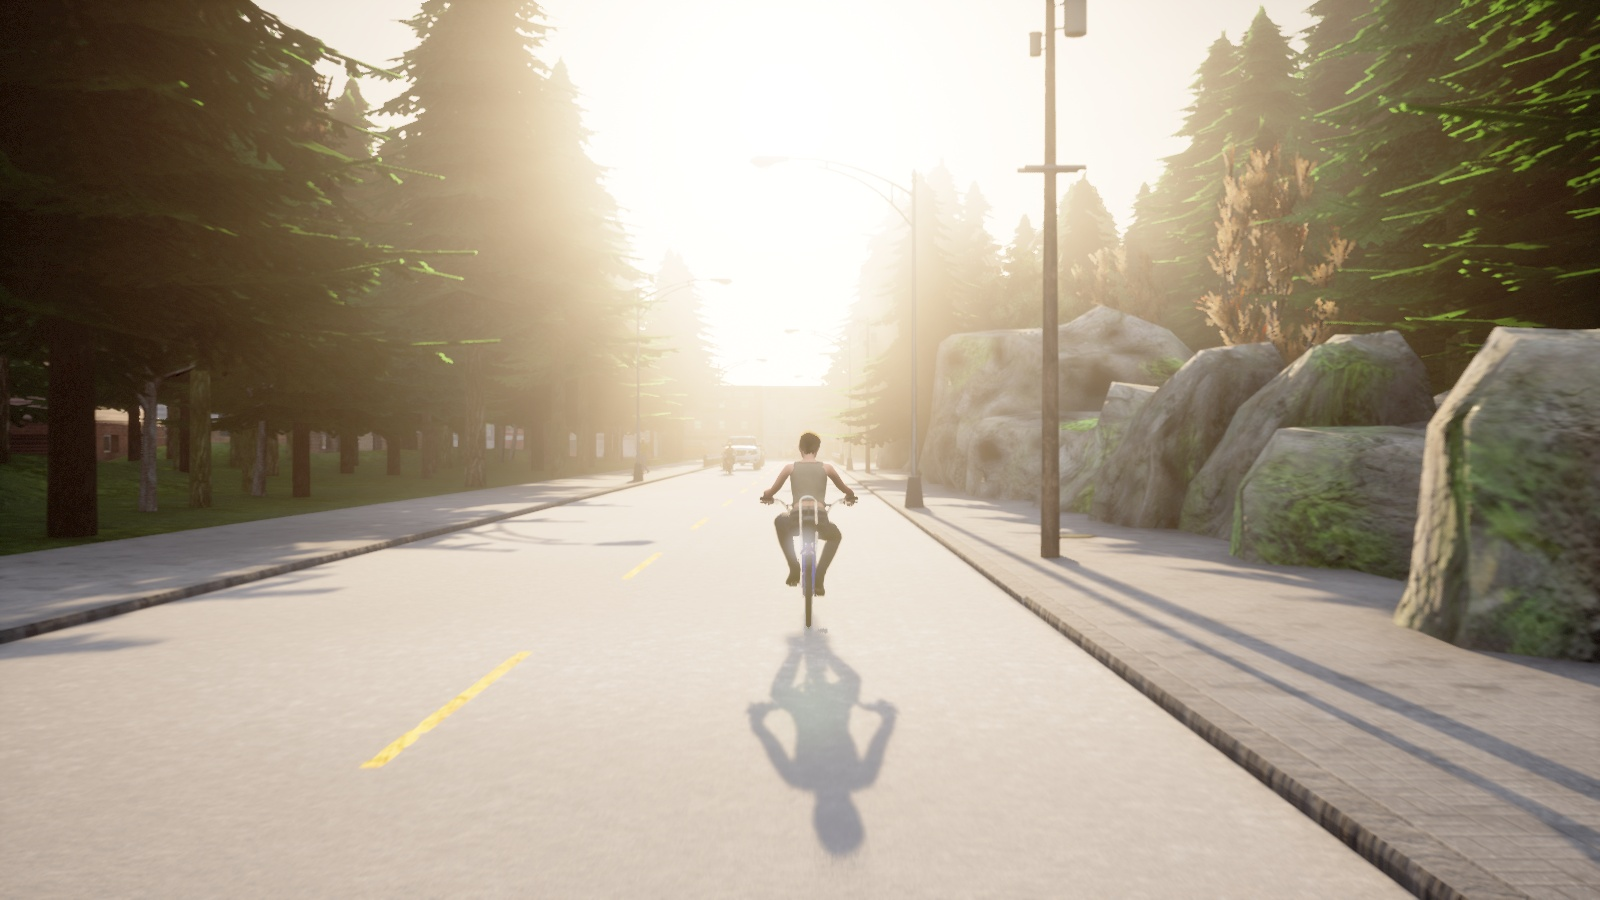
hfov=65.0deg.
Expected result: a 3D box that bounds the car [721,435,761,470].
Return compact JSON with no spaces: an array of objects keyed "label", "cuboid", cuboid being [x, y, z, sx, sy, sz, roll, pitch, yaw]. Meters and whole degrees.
[{"label":"car","cuboid":[-3.527,0.133,76.322,2.150,2.045,5.566,0,0,0]}]

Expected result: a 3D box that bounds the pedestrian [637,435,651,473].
[{"label":"pedestrian","cuboid":[-7.674,0.182,61.767,0.354,1.836,0.706,0,0,22]}]

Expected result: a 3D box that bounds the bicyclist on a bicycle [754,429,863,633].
[{"label":"bicyclist on a bicycle","cuboid":[0.075,0.637,10.671,0.866,1.612,1.509,0,0,1]}]
